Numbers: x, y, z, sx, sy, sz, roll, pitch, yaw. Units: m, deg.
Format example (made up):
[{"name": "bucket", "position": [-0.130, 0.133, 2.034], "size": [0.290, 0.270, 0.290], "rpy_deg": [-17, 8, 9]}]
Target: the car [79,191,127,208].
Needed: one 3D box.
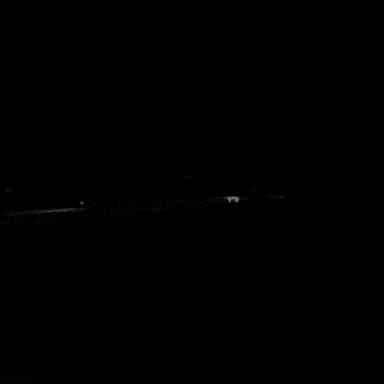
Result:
[{"name": "car", "position": [-8.484, 0.679, 31.885], "size": [2.128, 1.511, 4.902], "rpy_deg": [2, 3, 35]}]

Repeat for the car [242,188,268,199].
[{"name": "car", "position": [10.221, 0.167, 51.888], "size": [1.882, 1.535, 5.008], "rpy_deg": [2, 2, 35]}]

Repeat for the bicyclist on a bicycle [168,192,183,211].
[{"name": "bicyclist on a bicycle", "position": [-1.477, 0.821, 28.643], "size": [1.656, 1.620, 0.582], "rpy_deg": [0, 1, 35]}]

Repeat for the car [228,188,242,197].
[{"name": "car", "position": [7.991, 0.103, 55.010], "size": [2.033, 1.411, 5.357], "rpy_deg": [2, 2, 36]}]

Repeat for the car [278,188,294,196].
[{"name": "car", "position": [17.726, -0.046, 62.486], "size": [1.837, 1.490, 4.892], "rpy_deg": [2, 2, 35]}]
